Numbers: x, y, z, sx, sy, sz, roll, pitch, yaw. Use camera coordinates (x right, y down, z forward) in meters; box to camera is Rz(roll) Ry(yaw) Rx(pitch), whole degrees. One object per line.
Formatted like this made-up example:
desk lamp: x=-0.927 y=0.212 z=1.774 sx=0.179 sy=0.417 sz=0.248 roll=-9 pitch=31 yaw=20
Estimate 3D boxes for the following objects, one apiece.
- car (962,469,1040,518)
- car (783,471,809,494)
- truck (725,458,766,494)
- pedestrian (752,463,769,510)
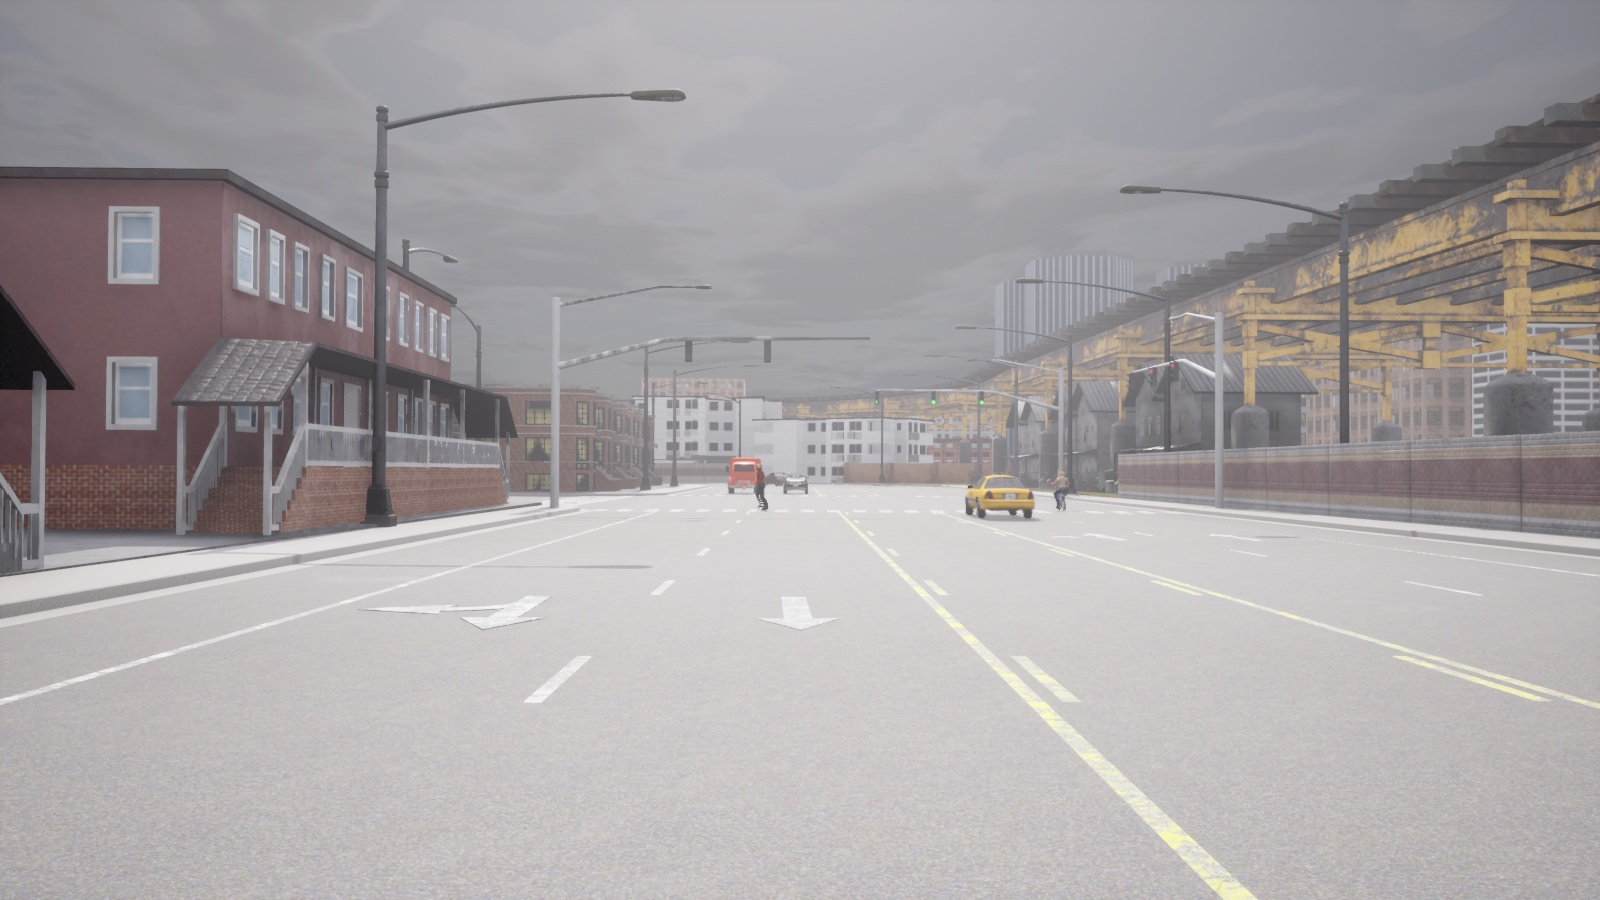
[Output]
car: x=6.866 y=1.453 z=43.381 sx=1.801 sy=1.575 sz=5.366 roll=0 pitch=-1 yaw=0
car: x=-0.259 y=2.240 z=86.340 sx=1.789 sy=1.549 sz=3.705 roll=0 pitch=-1 yaw=0
truck: x=-3.769 y=1.805 z=87.320 sx=2.627 sy=2.467 sz=5.204 roll=0 pitch=-1 yaw=0
pedestrian: x=-1.537 y=1.426 z=48.920 sx=0.636 sy=1.846 sz=0.331 roll=0 pitch=-1 yaw=8
